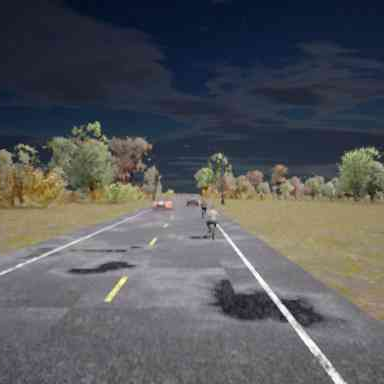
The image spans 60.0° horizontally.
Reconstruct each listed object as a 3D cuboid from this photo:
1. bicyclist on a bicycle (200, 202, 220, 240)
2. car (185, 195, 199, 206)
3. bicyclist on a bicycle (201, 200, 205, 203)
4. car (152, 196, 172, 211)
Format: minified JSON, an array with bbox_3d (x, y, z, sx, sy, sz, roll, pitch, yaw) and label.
[{"bbox_3d":[0.978,1.438,15.985,0.866,1.612,1.509,0,0,0],"label":"bicyclist on a bicycle"},{"bbox_3d":[0.087,1.529,55.245,1.812,1.442,4.674,0,0,0],"label":"car"},{"bbox_3d":[0.960,1.455,26.878,0.582,1.620,1.656,0,0,0],"label":"bicyclist on a bicycle"},{"bbox_3d":[-3.591,1.354,40.517,2.097,1.767,4.553,0,0,0],"label":"car"}]
